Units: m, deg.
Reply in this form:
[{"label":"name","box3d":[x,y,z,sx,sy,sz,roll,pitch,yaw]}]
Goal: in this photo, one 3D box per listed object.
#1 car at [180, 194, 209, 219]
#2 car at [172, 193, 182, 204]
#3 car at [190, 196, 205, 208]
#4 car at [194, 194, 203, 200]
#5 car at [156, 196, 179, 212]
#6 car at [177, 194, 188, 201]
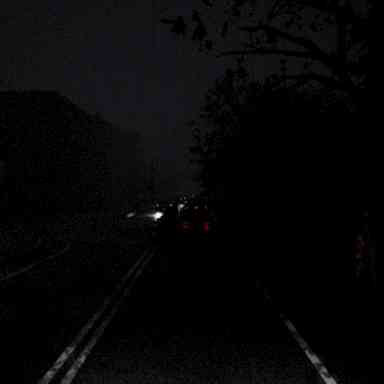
[{"label":"car","box3d":[0.374,1.273,28.272,2.097,1.767,4.553,0,0,1]},{"label":"car","box3d":[-2.454,1.115,53.626,2.097,1.767,4.553,0,0,2]},{"label":"car","box3d":[0.779,1.353,46.842,2.033,1.411,5.357,0,0,1]},{"label":"car","box3d":[1.487,1.179,76.270,1.895,1.301,4.718,0,1,1]},{"label":"car","box3d":[-2.893,1.470,37.677,1.895,1.301,4.718,0,0,1]},{"label":"car","box3d":[-1.952,1.132,69.094,1.837,1.490,4.892,0,0,2]}]
